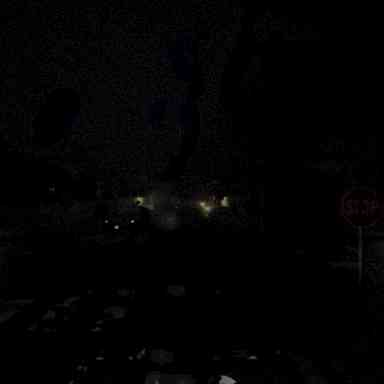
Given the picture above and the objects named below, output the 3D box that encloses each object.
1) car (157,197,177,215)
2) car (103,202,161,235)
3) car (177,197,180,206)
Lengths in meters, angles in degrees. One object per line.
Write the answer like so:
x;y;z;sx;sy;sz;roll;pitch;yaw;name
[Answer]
-2.968;1.538;35.646;1.882;1.535;5.008;0;0;0;car
-3.470;1.543;19.374;1.812;1.442;4.674;0;0;10;car
-3.111;1.657;58.924;2.128;1.511;4.902;0;0;0;car
